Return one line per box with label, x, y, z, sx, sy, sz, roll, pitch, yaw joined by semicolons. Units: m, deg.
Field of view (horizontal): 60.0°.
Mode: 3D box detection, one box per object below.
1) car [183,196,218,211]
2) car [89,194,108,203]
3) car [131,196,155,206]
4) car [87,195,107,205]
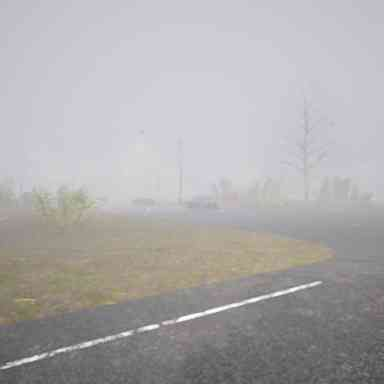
car;0.937;1.261;39.284;2.097;1.767;4.553;0;0;-37
car;-18.083;1.230;64.308;1.882;1.535;5.008;0;0;-37
car;-7.431;1.337;50.295;2.128;1.511;4.902;0;0;-37
car;-14.344;1.364;47.830;1.812;1.442;4.674;0;0;-37
